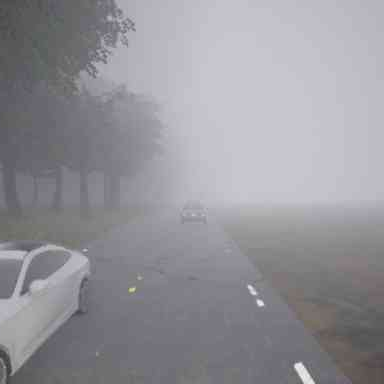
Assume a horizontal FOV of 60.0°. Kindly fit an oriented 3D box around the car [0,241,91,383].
[{"bbox_3d":[-2.848,1.524,4.802,1.812,1.442,4.674,0,0,0],"label":"car"}]

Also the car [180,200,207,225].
[{"bbox_3d":[0.109,1.552,24.269,2.033,1.411,5.357,0,0,0],"label":"car"}]
